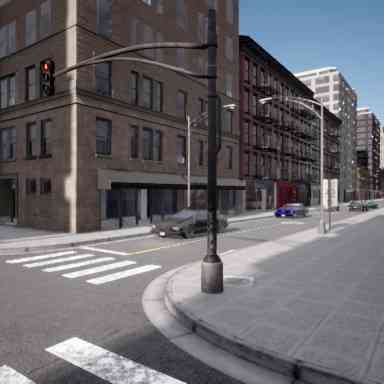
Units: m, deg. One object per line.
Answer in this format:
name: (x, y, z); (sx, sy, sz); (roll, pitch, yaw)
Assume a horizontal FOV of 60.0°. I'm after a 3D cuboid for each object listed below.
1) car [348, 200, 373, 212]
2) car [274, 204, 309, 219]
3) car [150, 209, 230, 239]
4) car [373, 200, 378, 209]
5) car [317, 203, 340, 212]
car: (22.035, 1.781, 43.957); (2.128, 1.511, 4.902); (0, 0, 36)
car: (9.347, 1.794, 31.221); (1.895, 1.301, 4.718); (0, 0, 36)
car: (0.106, 1.648, 18.253); (2.033, 1.411, 5.357); (0, 0, 35)
car: (27.789, 1.904, 52.034); (1.994, 1.385, 4.181); (0, 0, 35)
car: (17.478, 1.794, 42.533); (1.812, 1.442, 4.674); (0, 0, 36)
